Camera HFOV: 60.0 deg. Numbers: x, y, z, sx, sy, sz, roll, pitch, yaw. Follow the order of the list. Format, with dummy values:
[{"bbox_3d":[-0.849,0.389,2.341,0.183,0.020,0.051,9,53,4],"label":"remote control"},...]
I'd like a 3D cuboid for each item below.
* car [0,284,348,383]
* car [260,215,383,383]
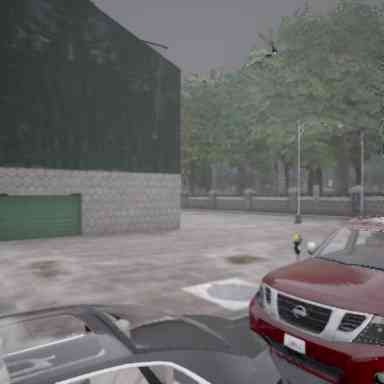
[{"bbox_3d":[-1.291,1.551,1.889,4.403,1.369,2.008,0,0,-35],"label":"car"},{"bbox_3d":[3.157,1.321,5.062,5.009,1.841,2.192,0,0,-35],"label":"car"}]
